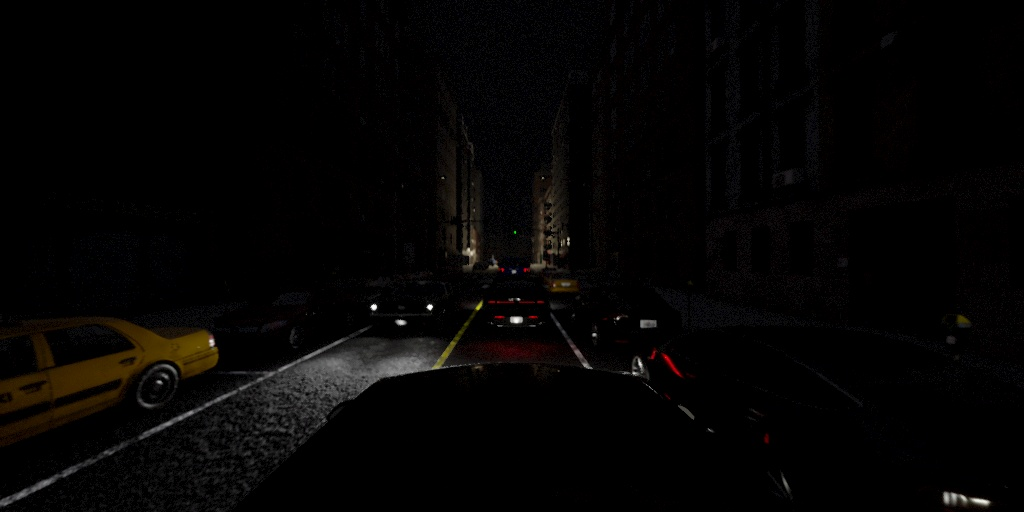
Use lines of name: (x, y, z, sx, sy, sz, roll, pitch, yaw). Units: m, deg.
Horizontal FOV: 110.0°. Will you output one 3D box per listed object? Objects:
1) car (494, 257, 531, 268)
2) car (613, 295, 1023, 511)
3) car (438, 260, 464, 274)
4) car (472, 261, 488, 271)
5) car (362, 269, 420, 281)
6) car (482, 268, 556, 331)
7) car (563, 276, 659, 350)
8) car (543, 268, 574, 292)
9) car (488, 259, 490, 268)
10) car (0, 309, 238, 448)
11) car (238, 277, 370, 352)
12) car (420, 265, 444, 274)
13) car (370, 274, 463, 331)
car: (0.131, 1.112, 25.136, 2.150, 2.045, 5.566, 0, -1, 0)
car: (2.638, 1.328, 3.589, 1.948, 1.339, 4.313, 0, 0, 0)
car: (-5.350, 1.241, 30.673, 2.192, 1.841, 5.009, 0, 0, 0)
car: (-5.314, 1.632, 57.136, 2.007, 1.370, 4.403, 0, 0, 0)
car: (-5.372, 1.381, 14.435, 2.007, 1.370, 4.403, 0, 0, 0)
car: (0.111, 1.317, 11.215, 1.837, 1.490, 4.892, 0, 0, 0)
car: (2.645, 1.363, 9.002, 1.948, 1.339, 4.313, 0, 0, 0)
car: (2.660, 1.388, 19.998, 1.751, 1.417, 4.829, 0, 0, 0)
car: (-5.306, 1.658, 62.590, 1.888, 1.381, 4.507, 0, 0, 0)
car: (-5.387, 1.287, 3.439, 1.751, 1.417, 4.829, 0, 0, 0)
car: (-5.380, 1.379, 9.022, 1.802, 1.307, 4.207, 0, 0, 0)
car: (-5.365, 1.413, 19.848, 2.007, 1.370, 4.403, 0, 0, 0)
car: (-2.838, 1.413, 11.407, 1.895, 1.301, 4.718, 0, 0, 0)
